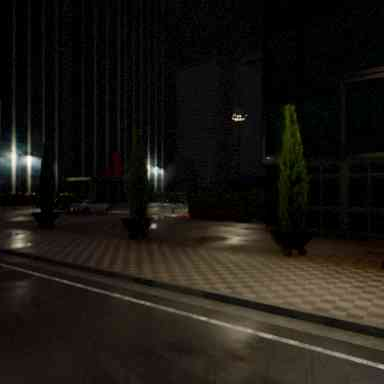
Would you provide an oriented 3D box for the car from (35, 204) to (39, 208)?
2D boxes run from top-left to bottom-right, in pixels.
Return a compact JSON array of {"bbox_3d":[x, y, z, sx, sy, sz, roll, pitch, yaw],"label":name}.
[{"bbox_3d":[-17.362,1.516,43.214,2.033,1.411,5.357,0,0,35],"label":"car"}]

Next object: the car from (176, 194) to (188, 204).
[{"bbox_3d":[0.096,1.198,61.828,2.150,2.045,5.566,0,0,35],"label":"car"}]

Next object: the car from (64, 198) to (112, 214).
[{"bbox_3d":[-10.442,1.503,34.506,1.812,1.442,4.674,0,0,35],"label":"car"}]

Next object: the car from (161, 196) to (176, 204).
[{"bbox_3d":[-3.749,1.476,62.472,1.837,1.490,4.892,0,-1,36],"label":"car"}]

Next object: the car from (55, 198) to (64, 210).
[{"bbox_3d":[-14.238,1.463,41.570,2.128,1.511,4.902,0,0,35],"label":"car"}]
